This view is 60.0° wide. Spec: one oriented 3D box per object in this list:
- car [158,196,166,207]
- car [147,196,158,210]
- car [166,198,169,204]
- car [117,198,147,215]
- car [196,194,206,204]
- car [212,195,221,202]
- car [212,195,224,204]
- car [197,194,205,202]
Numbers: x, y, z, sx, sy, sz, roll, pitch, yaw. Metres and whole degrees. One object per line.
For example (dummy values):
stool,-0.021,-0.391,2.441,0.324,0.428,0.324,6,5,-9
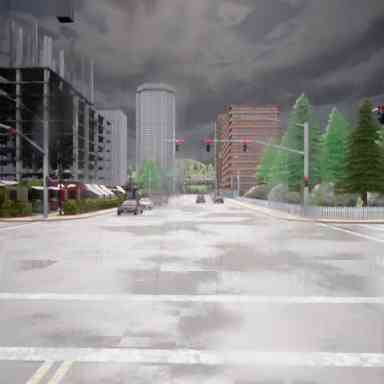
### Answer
car,-5.687,1.349,51.726,2.097,1.767,4.553,0,0,1
car,-5.918,1.524,42.721,1.812,1.442,4.674,0,0,1
car,-5.415,1.561,61.648,1.994,1.385,4.181,0,0,2
car,-6.162,1.524,33.631,1.812,1.442,4.674,0,0,2
car,1.748,1.598,65.439,1.895,1.301,4.718,0,0,1
car,5.476,1.418,74.566,1.895,1.301,4.718,0,0,1
car,5.255,1.522,65.670,1.812,1.442,4.674,0,0,1
car,1.976,1.323,74.624,1.837,1.490,4.892,0,0,1
